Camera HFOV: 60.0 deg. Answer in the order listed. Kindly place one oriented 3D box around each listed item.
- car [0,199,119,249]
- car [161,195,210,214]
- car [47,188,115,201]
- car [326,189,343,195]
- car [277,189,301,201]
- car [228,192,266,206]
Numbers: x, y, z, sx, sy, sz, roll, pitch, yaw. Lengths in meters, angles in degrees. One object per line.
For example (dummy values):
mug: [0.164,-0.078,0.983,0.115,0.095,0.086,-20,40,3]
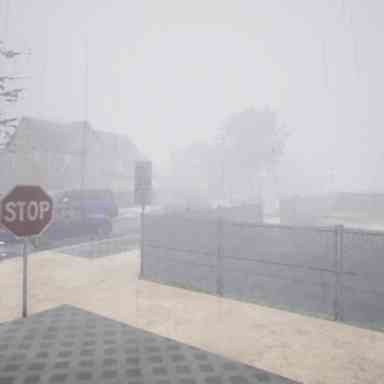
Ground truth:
car: [-5.288,1.232,13.166,1.812,1.442,4.674,0,2,32]
car: [-0.378,0.922,24.787,1.994,1.385,4.181,2,2,35]
car: [-6.211,0.816,16.569,2.150,2.045,5.566,2,2,36]
car: [22.569,0.195,52.033,1.895,1.301,4.718,2,2,36]
car: [12.622,0.363,42.993,1.812,1.442,4.674,2,3,36]
car: [5.661,0.661,33.278,2.033,1.411,5.357,2,2,36]
